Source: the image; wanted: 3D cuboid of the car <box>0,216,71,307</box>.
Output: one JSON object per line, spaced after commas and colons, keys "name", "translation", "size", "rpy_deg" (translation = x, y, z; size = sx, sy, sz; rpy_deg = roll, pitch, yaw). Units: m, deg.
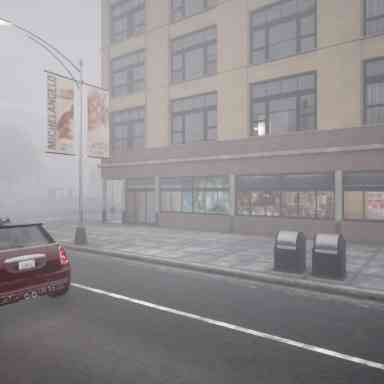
{"name": "car", "translation": [-4.756, 1.352, 7.367], "size": [4.553, 1.767, 2.097], "rpy_deg": [0, 0, 36]}
